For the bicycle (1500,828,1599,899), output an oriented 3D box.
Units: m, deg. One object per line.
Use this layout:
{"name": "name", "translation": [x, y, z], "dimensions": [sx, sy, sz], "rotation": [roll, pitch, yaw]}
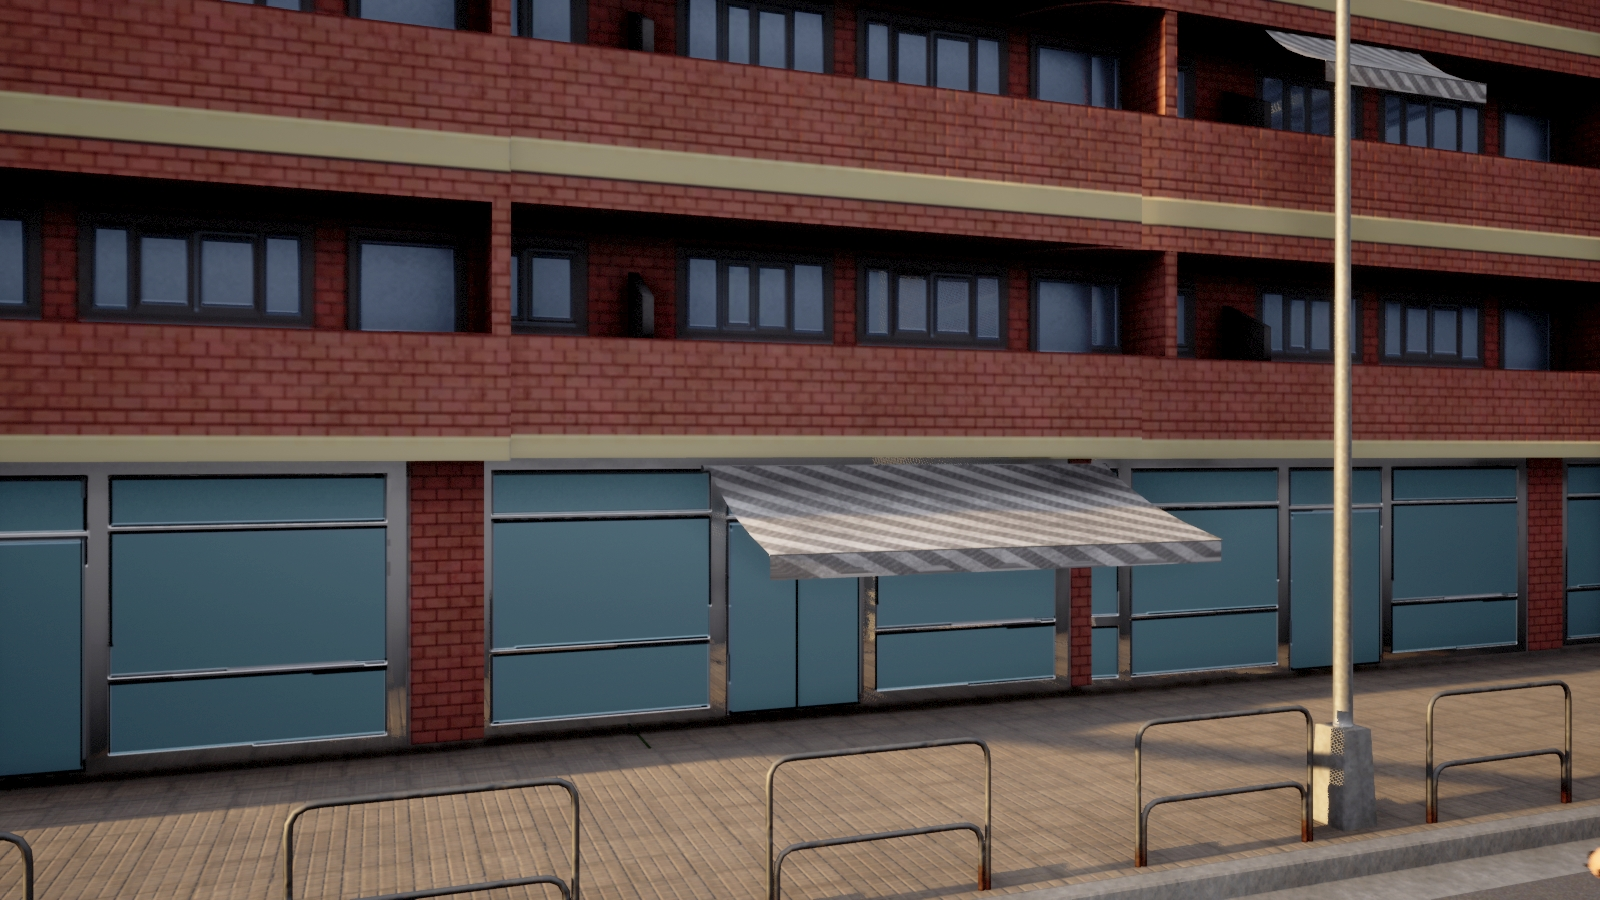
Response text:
{"name": "bicycle", "translation": [3.807, 2.233, 4.688], "dimensions": [1.487, 1.126, 0.859], "rotation": [0, 0, -20]}
